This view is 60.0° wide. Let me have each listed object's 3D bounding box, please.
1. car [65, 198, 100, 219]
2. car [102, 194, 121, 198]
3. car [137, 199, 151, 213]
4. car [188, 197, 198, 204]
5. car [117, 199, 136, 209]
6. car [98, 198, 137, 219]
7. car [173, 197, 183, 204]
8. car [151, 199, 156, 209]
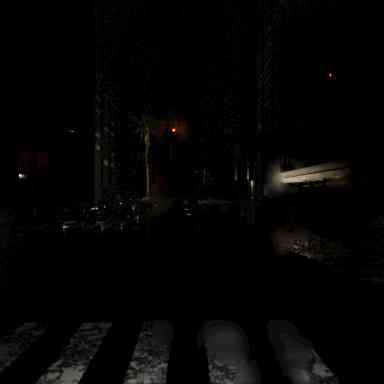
[{"bbox_3d":[-9.775,1.543,29.915,1.882,1.535,5.008,0,0,0],"label":"car"},{"bbox_3d":[-9.756,1.319,39.861,2.150,2.045,5.566,0,0,0],"label":"car"},{"bbox_3d":[-6.505,1.587,39.117,2.128,1.511,4.902,0,0,0],"label":"car"},{"bbox_3d":[0.275,1.790,69.874,1.994,1.385,4.181,0,0,0],"label":"car"},{"bbox_3d":[-9.714,1.701,49.822,1.994,1.385,4.181,0,0,0],"label":"car"},{"bbox_3d":[-6.529,1.543,29.649,1.882,1.535,5.008,0,0,0],"label":"car"},{"bbox_3d":[-2.976,1.790,69.857,1.994,1.385,4.181,0,0,0],"label":"car"},{"bbox_3d":[-6.471,1.735,49.005,1.895,1.301,4.718,0,0,1],"label":"car"}]
